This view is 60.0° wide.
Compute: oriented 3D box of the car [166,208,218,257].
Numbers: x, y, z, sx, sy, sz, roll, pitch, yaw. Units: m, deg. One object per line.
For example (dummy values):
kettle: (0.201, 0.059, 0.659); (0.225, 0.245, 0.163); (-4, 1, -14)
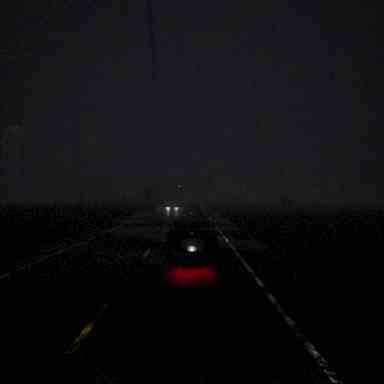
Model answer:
car: (0.013, 1.643, 13.488); (1.837, 1.490, 4.892); (0, 0, 0)

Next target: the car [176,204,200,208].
car: (-0.002, 1.820, 27.495); (2.033, 1.411, 5.357); (0, -1, 0)

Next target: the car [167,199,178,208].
car: (-3.543, 2.092, 61.545); (1.837, 1.490, 4.892); (0, -1, 0)
